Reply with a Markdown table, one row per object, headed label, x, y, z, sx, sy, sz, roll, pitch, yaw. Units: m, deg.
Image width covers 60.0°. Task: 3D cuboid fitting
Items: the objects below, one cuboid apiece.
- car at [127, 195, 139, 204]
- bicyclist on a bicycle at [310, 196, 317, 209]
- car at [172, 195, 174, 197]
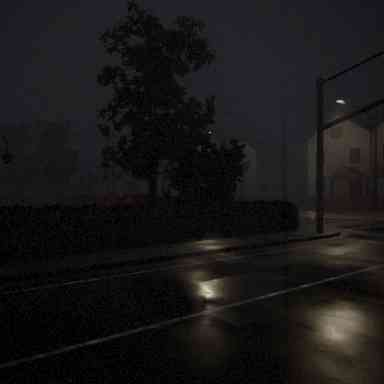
| label | x | y | z | sx | sy | sz | roll | pitch | yaw |
| --- | --- | --- | --- | --- | --- | --- | --- | --- | --- |
| car | -9.564 | 1.351 | 57.594 | 2.097 | 1.767 | 4.553 | 0 | 0 | -35 |
| bicyclist on a bicycle | 15.200 | 1.303 | 41.376 | 1.656 | 1.620 | 0.582 | 0 | 0 | -35 |
| car | -3.512 | 1.352 | 55.283 | 2.097 | 1.767 | 4.553 | 0 | 0 | -35 |
